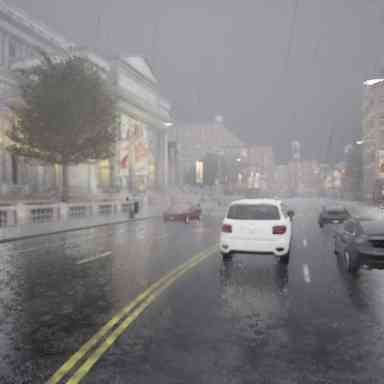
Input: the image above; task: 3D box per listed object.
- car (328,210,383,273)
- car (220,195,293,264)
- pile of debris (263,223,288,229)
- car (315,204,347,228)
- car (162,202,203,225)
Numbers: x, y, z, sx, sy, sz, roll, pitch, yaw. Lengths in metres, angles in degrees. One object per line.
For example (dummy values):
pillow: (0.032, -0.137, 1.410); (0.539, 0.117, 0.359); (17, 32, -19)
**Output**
car: (5.649, 1.539, 10.497); (1.837, 1.490, 4.892); (0, 0, 16)
car: (2.527, 1.266, 12.353); (2.150, 2.045, 5.566); (0, 0, 17)
pile of debris: (5.546, 2.248, 22.036); (1.500, 0.140, 1.860); (0, 0, 18)
car: (9.564, 1.575, 22.663); (1.837, 1.490, 4.892); (0, 0, 18)
car: (-0.634, 1.569, 25.650); (1.882, 1.535, 5.008); (0, 0, 19)
